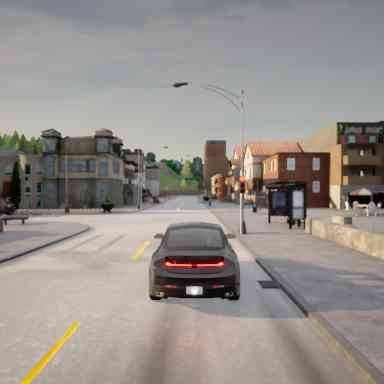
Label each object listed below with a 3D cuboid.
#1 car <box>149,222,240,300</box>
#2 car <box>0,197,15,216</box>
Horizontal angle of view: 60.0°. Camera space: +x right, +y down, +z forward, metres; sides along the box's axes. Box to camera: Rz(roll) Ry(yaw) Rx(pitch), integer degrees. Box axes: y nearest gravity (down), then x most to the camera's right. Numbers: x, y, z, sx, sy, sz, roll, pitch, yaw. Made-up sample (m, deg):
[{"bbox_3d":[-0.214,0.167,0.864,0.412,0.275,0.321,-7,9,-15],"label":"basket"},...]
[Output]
[{"bbox_3d":[0.068,1.504,8.337,1.837,1.490,4.892,0,0,1],"label":"car"},{"bbox_3d":[-19.070,1.349,30.815,4.553,1.767,2.097,0,0,0],"label":"car"}]
